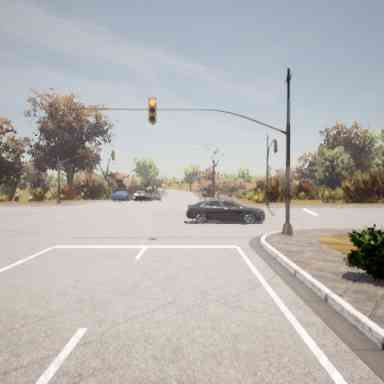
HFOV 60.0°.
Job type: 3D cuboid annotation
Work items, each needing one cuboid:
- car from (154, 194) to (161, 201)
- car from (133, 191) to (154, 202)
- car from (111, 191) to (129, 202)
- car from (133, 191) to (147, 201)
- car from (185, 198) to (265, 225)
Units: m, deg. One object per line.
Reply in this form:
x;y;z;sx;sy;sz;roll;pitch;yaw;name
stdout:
-7.151;1.061;64.960;1.994;1.385;4.181;0;-1;1;car
-7.183;0.775;48.856;1.895;1.301;4.718;0;0;0;car
-10.683;0.660;49.828;1.882;1.535;5.008;0;0;0;car
-10.622;0.806;68.384;2.150;2.045;5.566;0;-1;0;car
2.052;1.170;20.631;4.892;1.490;1.837;0;1;6;car
